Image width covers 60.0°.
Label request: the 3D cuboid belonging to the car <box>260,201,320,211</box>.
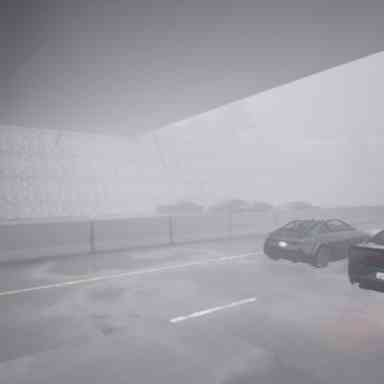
[{"bbox_3d":[8.368,1.471,27.143,5.357,1.411,2.033,0,0,-35],"label":"car"}]

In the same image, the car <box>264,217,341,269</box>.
[{"bbox_3d":[4.365,1.530,11.153,4.181,1.385,1.994,0,0,-35],"label":"car"}]

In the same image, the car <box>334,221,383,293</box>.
[{"bbox_3d":[5.662,1.447,7.779,5.008,1.535,1.882,0,0,-35],"label":"car"}]

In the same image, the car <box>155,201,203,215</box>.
[{"bbox_3d":[-1.271,1.538,33.167,4.718,1.301,1.895,0,0,-35],"label":"car"}]

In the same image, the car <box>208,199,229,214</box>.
[{"bbox_3d":[3.787,1.430,32.471,4.892,1.490,1.837,0,0,-35],"label":"car"}]

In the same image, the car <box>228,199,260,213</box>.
[{"bbox_3d":[5.694,1.490,29.532,4.181,1.385,1.994,0,0,-35],"label":"car"}]
